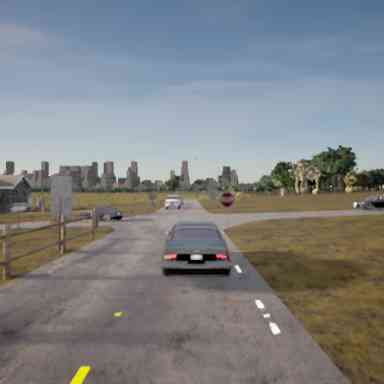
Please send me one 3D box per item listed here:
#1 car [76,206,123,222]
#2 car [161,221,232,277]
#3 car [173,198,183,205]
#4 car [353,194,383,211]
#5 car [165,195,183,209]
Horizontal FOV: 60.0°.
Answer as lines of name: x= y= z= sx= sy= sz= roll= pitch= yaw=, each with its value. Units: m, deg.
car: x=-8.422 y=1.984 z=30.175 sx=4.181 sy=1.385 sz=1.994 roll=-2 pitch=0 yaw=19
car: x=0.099 y=1.600 z=10.345 sx=2.033 sy=1.411 sz=5.357 roll=0 pitch=0 yaw=0
car: x=-2.745 y=1.920 z=67.708 sx=1.812 sy=1.442 sz=4.674 roll=0 pitch=0 yaw=0
car: x=17.612 y=0.923 z=30.983 sx=4.902 sy=1.511 sz=2.128 roll=-2 pitch=0 yaw=0
car: x=-2.827 y=1.491 z=49.969 sx=2.150 sy=2.045 sz=5.566 roll=0 pitch=0 yaw=0
